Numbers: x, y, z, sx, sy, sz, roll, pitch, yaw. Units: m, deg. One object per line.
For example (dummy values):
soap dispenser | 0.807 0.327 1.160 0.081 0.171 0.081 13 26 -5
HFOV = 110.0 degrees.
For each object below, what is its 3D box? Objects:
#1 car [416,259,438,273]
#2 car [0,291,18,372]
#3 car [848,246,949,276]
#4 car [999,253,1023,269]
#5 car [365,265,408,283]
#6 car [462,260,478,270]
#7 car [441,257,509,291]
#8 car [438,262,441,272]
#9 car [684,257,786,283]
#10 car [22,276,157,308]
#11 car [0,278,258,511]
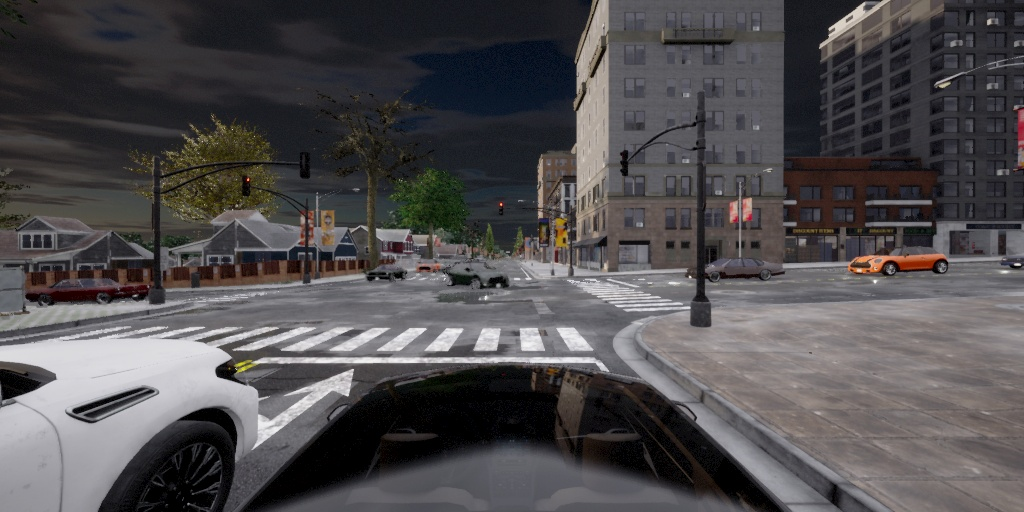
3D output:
car | -9.881 1.127 42.647 2.097 1.767 4.553 0 0 0
car | -9.851 1.314 4.340 1.994 1.385 4.181 0 0 0
car | 23.428 0.218 21.902 4.553 1.767 2.097 -2 0 0
car | 33.568 0.038 21.934 5.357 1.411 2.033 -2 0 0
car | -9.869 1.362 28.479 1.895 1.301 4.718 0 0 0
car | -6.634 1.370 56.681 1.994 1.385 4.181 0 0 0
car | -2.216 1.130 22.512 2.097 1.767 4.553 0 0 -40
car | -6.629 1.124 40.774 2.097 1.767 4.553 0 0 0
car | 13.509 0.793 21.871 5.357 1.411 2.033 -2 0 0
car | -21.637 1.806 18.517 4.718 1.301 1.895 -2 0 0
car | -3.146 0.972 0.537 2.150 2.045 5.566 0 0 0
